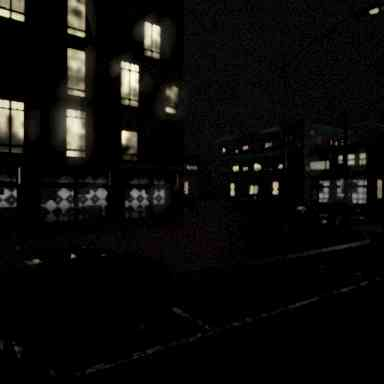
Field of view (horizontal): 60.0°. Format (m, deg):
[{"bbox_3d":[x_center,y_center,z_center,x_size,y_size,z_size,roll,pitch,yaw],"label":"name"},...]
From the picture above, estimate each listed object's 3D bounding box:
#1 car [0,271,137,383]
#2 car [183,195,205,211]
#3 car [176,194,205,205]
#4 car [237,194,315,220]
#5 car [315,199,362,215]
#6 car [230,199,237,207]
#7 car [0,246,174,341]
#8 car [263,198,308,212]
[{"bbox_3d":[-2.609,1.566,1.513,4.181,1.385,1.994,0,0,-36],"label":"car"},{"bbox_3d":[-0.407,1.194,34.016,1.802,1.307,4.206,1,0,-36],"label":"car"},{"bbox_3d":[-0.246,1.048,47.917,2.008,1.369,4.403,1,0,-36],"label":"car"},{"bbox_3d":[6.184,1.064,25.090,2.192,1.841,5.009,1,0,-36],"label":"car"},{"bbox_3d":[12.923,1.319,30.065,1.887,1.381,4.507,1,0,-36],"label":"car"},{"bbox_3d":[6.339,1.078,38.991,1.967,1.590,4.097,1,0,-36],"label":"car"},{"bbox_3d":[-2.299,1.564,4.917,4.313,1.339,1.947,0,0,-36],"label":"car"},{"bbox_3d":[9.630,1.288,34.527,1.802,1.307,4.206,1,0,-36],"label":"car"}]
